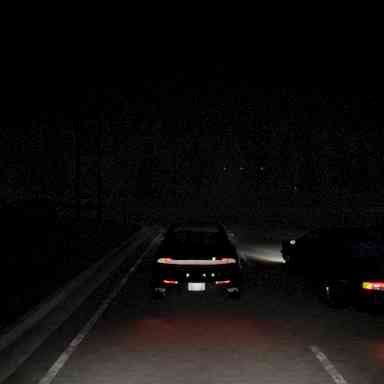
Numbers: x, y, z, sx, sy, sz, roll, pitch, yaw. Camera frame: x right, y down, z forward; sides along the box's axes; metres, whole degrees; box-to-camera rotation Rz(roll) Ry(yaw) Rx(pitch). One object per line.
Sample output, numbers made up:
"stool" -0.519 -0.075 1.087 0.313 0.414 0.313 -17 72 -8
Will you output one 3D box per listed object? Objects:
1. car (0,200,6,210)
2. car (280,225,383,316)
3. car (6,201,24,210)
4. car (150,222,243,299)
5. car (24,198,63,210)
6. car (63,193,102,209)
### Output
"car" -22.150 1.600 34.047 4.718 1.301 1.895 0 0 1
"car" 3.601 1.547 7.791 2.033 1.411 5.357 0 0 0
"car" -22.492 1.547 37.552 5.357 1.411 2.033 0 0 1
"car" 0.104 1.491 8.422 2.128 1.511 4.902 0 0 0
"car" -19.034 1.491 41.017 4.902 1.511 2.128 0 0 1
"car" -14.890 1.221 44.477 5.566 2.045 2.150 0 0 1
